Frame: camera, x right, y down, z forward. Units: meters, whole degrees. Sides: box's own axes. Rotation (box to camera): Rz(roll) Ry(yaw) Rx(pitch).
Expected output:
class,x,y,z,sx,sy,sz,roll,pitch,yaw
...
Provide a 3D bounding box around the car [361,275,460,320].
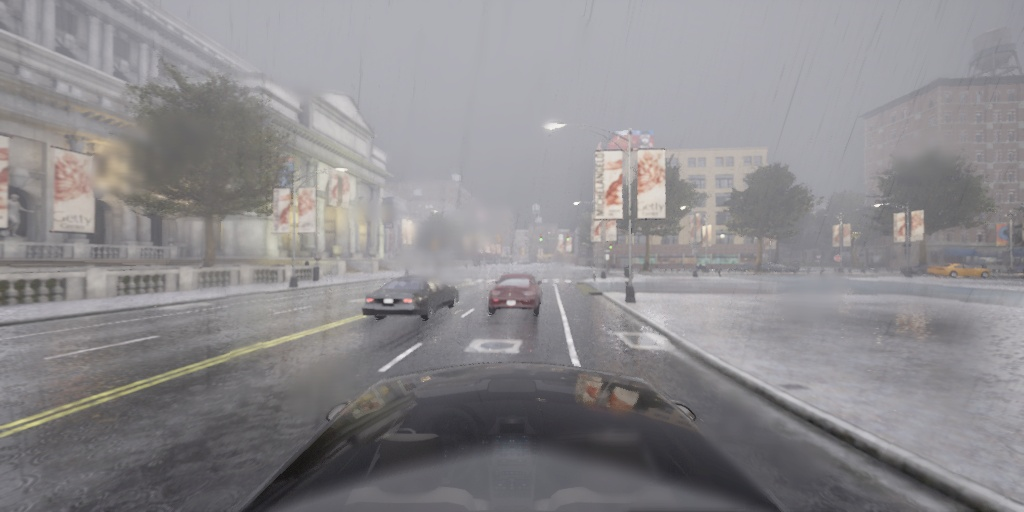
class,x,y,z,sx,sy,sz,roll,pitch,yaw
car,-3.408,1.407,13.121,2.033,1.411,5.357,0,-1,6

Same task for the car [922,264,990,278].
class,x,y,z,sx,sy,sz,roll,pitch,yaw
car,49.462,1.607,39.690,5.008,1.535,1.882,0,-1,6

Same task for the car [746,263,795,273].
class,x,y,z,sx,sy,sz,roll,pitch,yaw
car,38.080,1.798,52.437,5.357,1.411,2.033,0,-1,6

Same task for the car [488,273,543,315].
class,x,y,z,sx,sy,sz,roll,pitch,yaw
car,0.220,1.395,14.115,1.812,1.442,4.674,0,0,6
